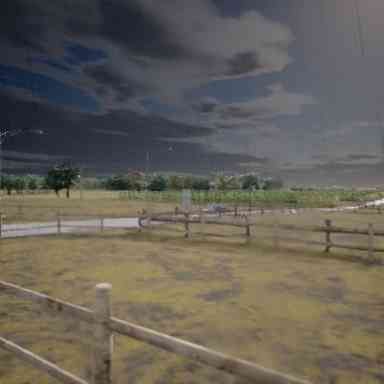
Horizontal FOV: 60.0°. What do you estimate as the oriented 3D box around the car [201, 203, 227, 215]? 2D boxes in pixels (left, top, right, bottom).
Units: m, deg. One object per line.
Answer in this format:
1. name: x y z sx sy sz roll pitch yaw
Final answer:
1. car: 2.957 2.251 44.485 2.128 1.511 4.902 1 -1 35
